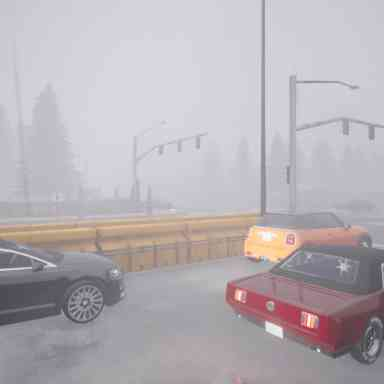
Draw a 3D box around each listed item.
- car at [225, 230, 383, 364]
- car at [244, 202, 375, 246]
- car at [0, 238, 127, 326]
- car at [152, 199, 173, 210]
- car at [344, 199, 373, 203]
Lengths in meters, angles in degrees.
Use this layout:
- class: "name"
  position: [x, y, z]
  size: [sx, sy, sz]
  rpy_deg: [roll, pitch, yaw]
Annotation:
- class: "car"
  position: [2.937, 1.601, 5.848]
  size: [4.718, 1.301, 1.895]
  rpy_deg: [0, 0, -36]
- class: "car"
  position: [3.885, 1.352, 10.829]
  size: [4.553, 1.767, 2.097]
  rpy_deg: [0, 0, -36]
- class: "car"
  position: [-3.528, 1.492, 5.522]
  size: [4.902, 1.511, 2.128]
  rpy_deg: [0, 0, -36]
- class: "car"
  position: [-4.243, 1.564, 43.989]
  size: [1.994, 1.385, 4.181]
  rpy_deg: [0, 0, -36]
- class: "car"
  position: [19.757, 1.548, 40.489]
  size: [5.357, 1.411, 2.033]
  rpy_deg: [0, 0, -23]
